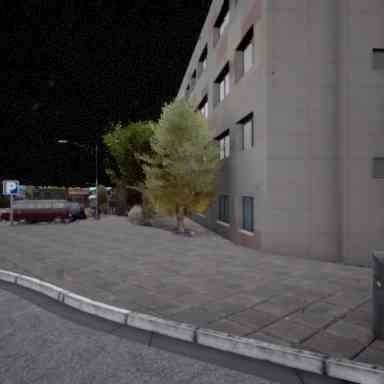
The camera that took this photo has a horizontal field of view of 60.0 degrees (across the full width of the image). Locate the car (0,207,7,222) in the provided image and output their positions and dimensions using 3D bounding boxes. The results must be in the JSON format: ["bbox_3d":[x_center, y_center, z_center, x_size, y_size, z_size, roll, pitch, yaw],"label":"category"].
[{"bbox_3d":[-23.295,2.800,39.729,1.882,1.535,5.008,0,-4,-14],"label":"car"}]

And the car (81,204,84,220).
[{"bbox_3d":[-13.268,2.159,31.849,5.008,1.535,2.097,0,-4,-15],"label":"car"}]

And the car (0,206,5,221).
[{"bbox_3d":[-30.033,3.128,47.347,5.566,2.045,2.435,0,-4,-14],"label":"car"}]

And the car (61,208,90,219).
[{"bbox_3d":[-19.559,3.627,56.089,4.553,1.767,2.185,0,-4,-14],"label":"car"}]

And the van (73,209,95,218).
[{"bbox_3d":[-24.295,4.772,75.027,4.442,1.987,1.878,0,-4,-14],"label":"van"}]

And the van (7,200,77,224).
[{"bbox_3d":[-11.755,1.639,26.457,4.442,1.987,1.878,0,-3,-14],"label":"van"}]

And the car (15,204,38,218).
[{"bbox_3d":[-26.994,3.127,54.410,2.150,2.045,5.566,0,-4,-14],"label":"car"}]

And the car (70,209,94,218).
[{"bbox_3d":[-22.983,4.517,69.601,4.553,1.767,2.185,0,-4,-14],"label":"car"}]

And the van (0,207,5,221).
[{"bbox_3d":[-30.814,3.331,50.021,4.442,1.987,1.878,0,-4,-14],"label":"van"}]

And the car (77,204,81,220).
[{"bbox_3d":[-12.532,2.029,29.118,4.792,1.488,2.163,0,-3,-14],"label":"car"}]

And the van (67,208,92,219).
[{"bbox_3d":[-21.733,4.061,64.171,4.442,1.987,1.878,0,-4,-14],"label":"van"}]

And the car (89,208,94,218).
[{"bbox_3d":[-16.558,3.038,45.336,5.366,1.575,1.946,0,-4,-14],"label":"car"}]

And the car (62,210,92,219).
[{"bbox_3d":[-20.229,3.931,58.785,4.892,1.521,2.231,0,-4,-14],"label":"car"}]

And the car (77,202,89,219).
[{"bbox_3d":[-13.981,2.079,34.500,5.566,2.045,2.435,0,-4,-14],"label":"car"}]

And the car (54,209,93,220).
[{"bbox_3d":[-17.953,3.394,50.735,5.366,1.575,1.946,0,-4,-14],"label":"car"}]
